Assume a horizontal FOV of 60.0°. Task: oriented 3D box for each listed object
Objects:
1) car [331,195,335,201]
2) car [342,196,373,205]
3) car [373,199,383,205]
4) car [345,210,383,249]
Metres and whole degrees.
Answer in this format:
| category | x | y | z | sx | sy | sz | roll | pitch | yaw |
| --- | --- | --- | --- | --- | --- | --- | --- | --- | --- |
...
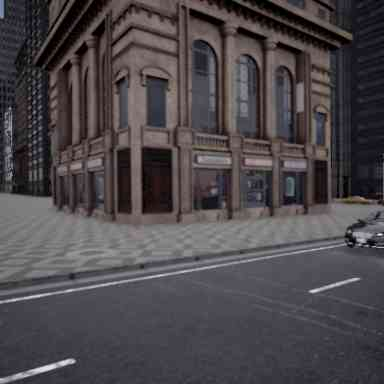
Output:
| category | x | y | z | sx | sy | sz | roll | pitch | yaw |
| --- | --- | --- | --- | --- | --- | --- | --- | --- | --- |
| car | 26.802 | 1.174 | 67.471 | 1.947 | 1.339 | 4.313 | 0 | 1 | -36 |
| car | 26.578 | 1.333 | 53.224 | 1.752 | 1.417 | 4.829 | 0 | 1 | -36 |
| car | 29.773 | 1.397 | 48.803 | 1.887 | 1.381 | 4.507 | 0 | 1 | -36 |
| car | 8.130 | 1.489 | 13.480 | 4.902 | 1.511 | 2.128 | 0 | 0 | -36 |
